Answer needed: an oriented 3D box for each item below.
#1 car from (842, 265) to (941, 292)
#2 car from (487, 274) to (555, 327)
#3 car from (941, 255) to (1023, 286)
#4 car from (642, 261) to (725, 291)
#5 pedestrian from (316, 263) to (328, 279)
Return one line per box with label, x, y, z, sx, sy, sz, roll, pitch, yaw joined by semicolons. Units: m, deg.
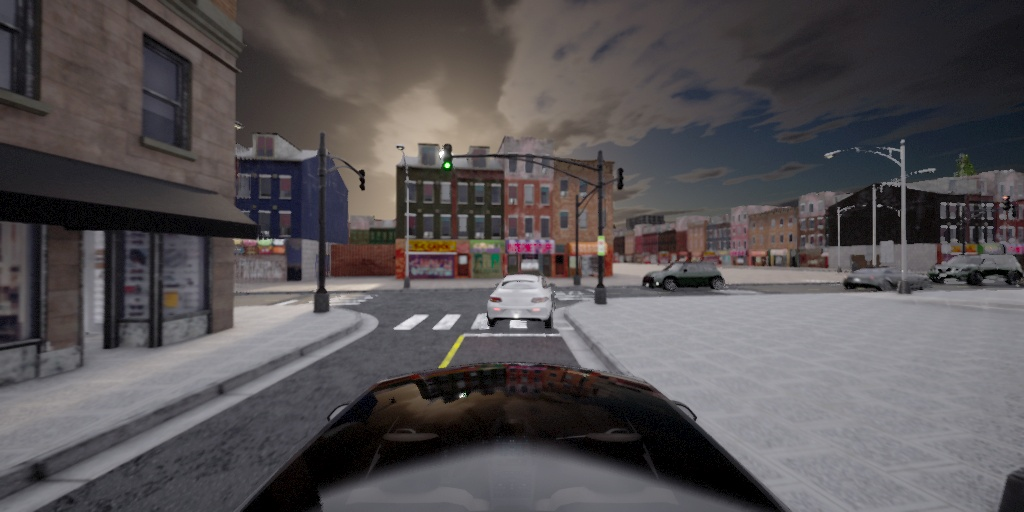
car;21.403;1.304;20.500;4.181;1.385;1.994;0;0;-9
car;0.397;1.306;11.591;1.812;1.442;4.674;0;0;7
car;32.541;0.969;25.213;5.566;2.045;2.150;0;-1;-9
car;10.243;1.142;21.660;4.553;1.767;2.097;0;0;-9
pedestrian;-11.196;1.005;21.118;0.375;1.860;0.375;0;0;-9
